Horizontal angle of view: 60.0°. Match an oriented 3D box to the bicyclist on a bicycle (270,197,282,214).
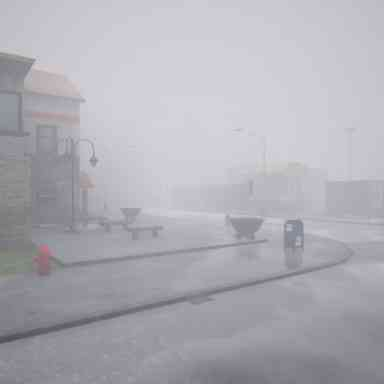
[{"bbox_3d":[8.116,1.349,32.064,1.656,1.620,0.582,0,0,-35],"label":"bicyclist on a bicycle"}]
